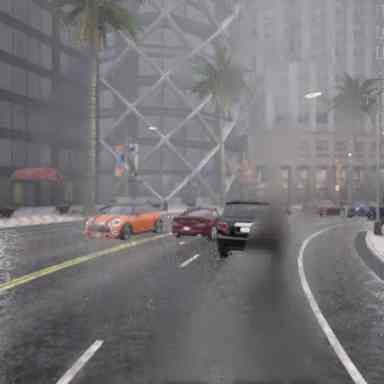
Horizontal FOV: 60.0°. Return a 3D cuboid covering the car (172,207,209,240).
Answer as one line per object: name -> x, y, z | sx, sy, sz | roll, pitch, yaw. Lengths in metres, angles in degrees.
car -> 0.735, 1.526, 17.389 | 1.882, 1.535, 5.008 | 0, 0, 23

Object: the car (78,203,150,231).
car -> -4.962, 1.528, 21.975 | 1.837, 1.490, 4.892 | 0, 0, 28

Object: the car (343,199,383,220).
car -> 16.306, 1.534, 30.426 | 4.553, 1.767, 2.097 | 1, 0, -34

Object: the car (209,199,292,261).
car -> 2.528, 1.271, 12.803 | 2.150, 2.045, 5.566 | 0, 0, 19

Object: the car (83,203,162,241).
car -> -3.369, 1.373, 17.027 | 2.097, 1.767, 4.553 | 0, 0, 23

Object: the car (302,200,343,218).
car -> 12.783, 1.516, 32.251 | 4.553, 1.767, 2.097 | 0, 0, -37
